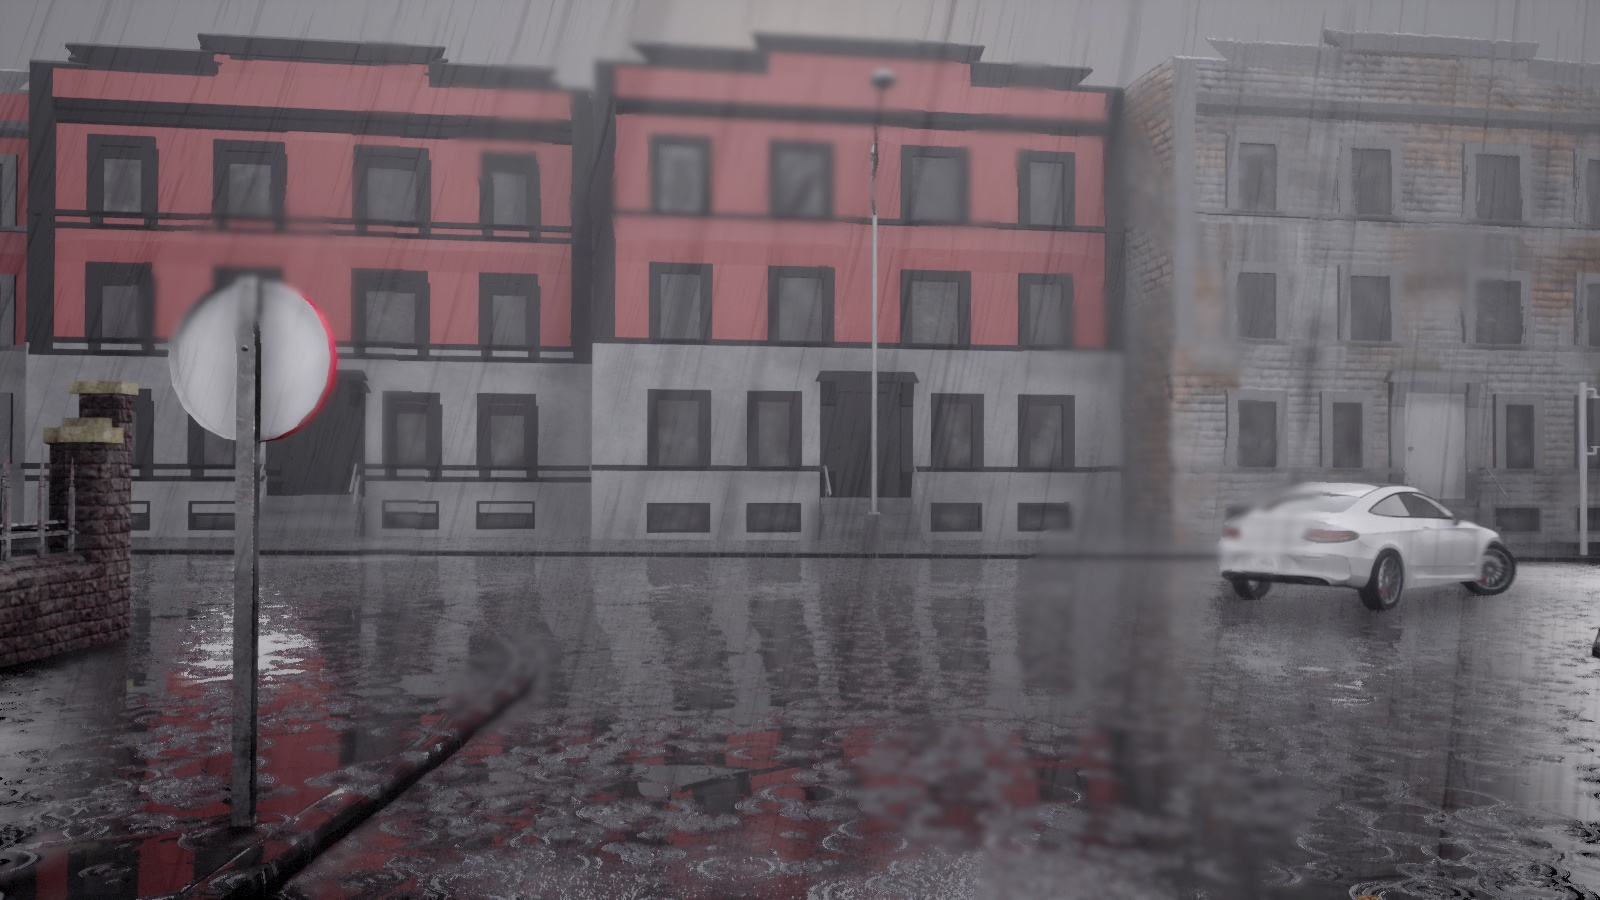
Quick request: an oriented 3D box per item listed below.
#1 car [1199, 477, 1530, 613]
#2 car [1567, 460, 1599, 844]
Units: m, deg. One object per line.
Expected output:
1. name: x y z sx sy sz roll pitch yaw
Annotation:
1. car: 7.153 1.075 15.702 4.674 1.442 1.812 1 -2 -38
2. car: 4.128 0.782 2.651 1.801 1.575 5.366 0 -1 1
